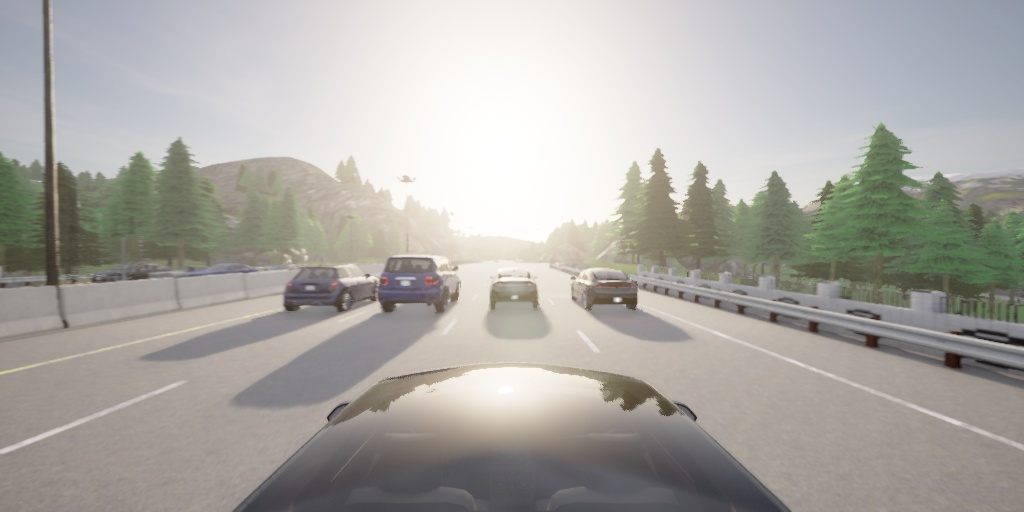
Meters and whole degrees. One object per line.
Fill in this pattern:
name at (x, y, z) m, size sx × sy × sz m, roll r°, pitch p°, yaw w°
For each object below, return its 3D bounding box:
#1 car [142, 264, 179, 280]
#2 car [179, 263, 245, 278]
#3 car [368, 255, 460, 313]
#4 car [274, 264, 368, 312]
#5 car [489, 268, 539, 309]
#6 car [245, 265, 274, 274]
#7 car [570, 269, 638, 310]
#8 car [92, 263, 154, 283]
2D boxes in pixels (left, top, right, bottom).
car at (-24.615, 1.401, 27.310) m, size 1.895 × 1.301 × 4.718 m, roll 0°, pitch 0°, yaw 0°
car at (-21.119, 1.271, 26.447) m, size 1.882 × 1.535 × 5.008 m, roll 0°, pitch 0°, yaw 0°
car at (-3.420, 0.971, 14.139) m, size 2.150 × 2.045 × 5.566 m, roll 0°, pitch 0°, yaw 0°
car at (-6.921, 1.107, 14.396) m, size 2.097 × 1.767 × 4.553 m, roll 0°, pitch 0°, yaw 0°
car at (0.076, 1.237, 14.941) m, size 2.128 × 1.511 × 4.902 m, roll 0°, pitch 0°, yaw 0°
car at (-17.612, 1.338, 27.890) m, size 2.033 × 1.411 × 5.357 m, roll 0°, pitch 0°, yaw 0°
car at (3.577, 1.244, 14.610) m, size 1.837 × 1.490 × 4.892 m, roll 0°, pitch 0°, yaw 0°
car at (-28.118, 1.297, 26.872) m, size 2.128 × 1.511 × 4.902 m, roll 0°, pitch 0°, yaw 0°
